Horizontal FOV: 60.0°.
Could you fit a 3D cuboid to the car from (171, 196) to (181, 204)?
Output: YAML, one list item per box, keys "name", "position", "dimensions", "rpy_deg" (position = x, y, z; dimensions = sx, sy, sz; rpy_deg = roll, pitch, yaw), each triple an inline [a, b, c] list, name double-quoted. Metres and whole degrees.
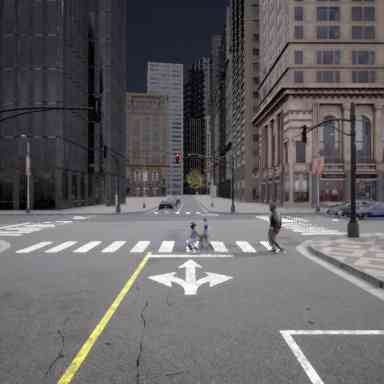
- name: "car"
  position: [-3.252, 1.624, 66.970]
  dimensions: [1.837, 1.490, 4.892]
  rpy_deg: [0, 0, 0]

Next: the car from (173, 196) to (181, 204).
- name: "car"
  position: [-3.250, 1.571, 53.368]
  dimensions: [2.128, 1.511, 4.902]
  rpy_deg: [0, 0, 0]

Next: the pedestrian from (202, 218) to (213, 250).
- name: "pedestrian"
  position: [0.557, 1.564, 12.751]
  dimensions: [0.375, 1.300, 0.375]
  rpy_deg: [0, 0, 0]

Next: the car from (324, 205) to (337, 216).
- name: "car"
  position: [14.513, 1.488, 30.073]
  dimensions: [4.902, 1.511, 2.128]
  rpy_deg: [0, 0, -2]

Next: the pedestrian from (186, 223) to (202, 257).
- name: "pedestrian"
  position: [0.075, 1.298, 11.553]
  dimensions: [0.375, 1.860, 0.375]
  rpy_deg: [0, 0, 0]

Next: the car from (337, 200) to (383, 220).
- name: "car"
  position: [14.993, 1.517, 26.777]
  dimensions: [5.357, 1.411, 2.033]
  rpy_deg: [0, 0, 0]

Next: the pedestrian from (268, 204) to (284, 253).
- name: "pedestrian"
  position: [3.060, 1.298, 12.160]
  dimensions: [0.375, 1.860, 0.375]
  rpy_deg: [0, 0, 0]

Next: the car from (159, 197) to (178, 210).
- name: "car"
  position: [-3.211, 1.654, 42.897]
  dimensions: [1.895, 1.301, 4.718]
  rpy_deg: [0, 0, 0]
